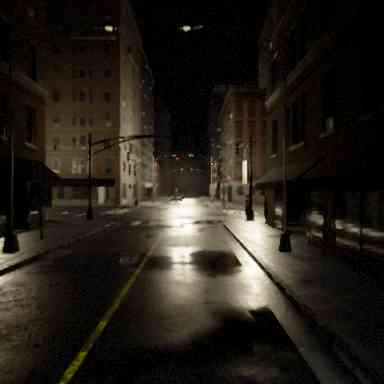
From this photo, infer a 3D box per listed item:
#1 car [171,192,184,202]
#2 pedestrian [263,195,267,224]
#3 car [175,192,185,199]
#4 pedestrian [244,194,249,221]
[{"bbox_3d":[-2.983,0.946,64.958,2.097,1.767,4.553,0,0,1],"label":"car"},{"bbox_3d":[4.637,1.066,20.911,0.375,1.860,0.375,0,0,0],"label":"pedestrian"},{"bbox_3d":[-2.924,0.824,81.246,2.097,1.767,4.553,0,0,0],"label":"car"},{"bbox_3d":[3.637,1.013,22.111,0.375,1.860,0.375,0,0,0],"label":"pedestrian"}]
